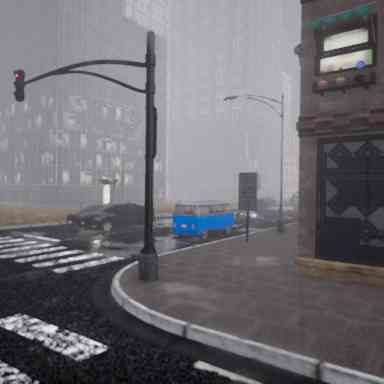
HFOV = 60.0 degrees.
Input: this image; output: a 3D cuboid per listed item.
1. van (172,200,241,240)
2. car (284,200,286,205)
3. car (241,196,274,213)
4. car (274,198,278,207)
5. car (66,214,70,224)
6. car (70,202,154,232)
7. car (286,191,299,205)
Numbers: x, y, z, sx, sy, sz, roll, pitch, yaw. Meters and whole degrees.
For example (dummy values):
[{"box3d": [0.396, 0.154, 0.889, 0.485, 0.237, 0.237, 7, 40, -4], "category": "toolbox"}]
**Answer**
[{"box3d": [0.701, 1.358, 17.116, 1.690, 1.788, 3.998, 1, 1, 35], "category": "van"}, {"box3d": [16.223, 1.345, 53.395, 1.752, 1.417, 4.829, 1, 1, 35], "category": "car"}, {"box3d": [6.704, 1.416, 35.535, 1.812, 1.442, 4.674, 1, 1, 36], "category": "car"}, {"box3d": [9.907, 1.274, 44.516, 1.967, 1.590, 4.097, 1, 1, 35], "category": "car"}, {"box3d": [-6.130, 1.447, 21.978, 1.947, 1.339, 4.313, 1, 1, 35], "category": "car"}, {"box3d": [-4.420, 1.403, 19.914, 1.882, 1.535, 5.008, 1, 1, 36], "category": "car"}, {"box3d": [16.074, 0.747, 48.527, 2.150, 2.045, 5.566, 1, 1, 35], "category": "car"}]
